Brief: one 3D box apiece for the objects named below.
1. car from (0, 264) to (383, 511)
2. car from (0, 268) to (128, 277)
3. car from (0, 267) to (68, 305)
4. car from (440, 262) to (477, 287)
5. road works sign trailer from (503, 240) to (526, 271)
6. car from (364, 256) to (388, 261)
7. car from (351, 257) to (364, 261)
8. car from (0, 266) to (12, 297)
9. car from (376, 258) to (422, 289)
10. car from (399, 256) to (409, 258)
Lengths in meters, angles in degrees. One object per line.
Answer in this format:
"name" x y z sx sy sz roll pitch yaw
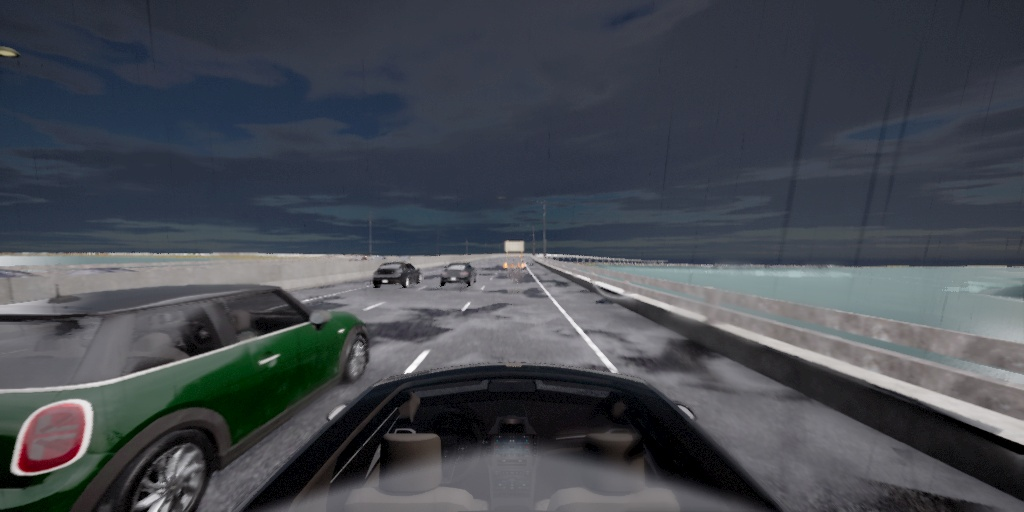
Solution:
"car" -3.398 1.082 4.108 2.097 1.767 4.553 0 0 0
"car" -17.564 1.203 15.143 1.994 1.385 4.181 0 0 0
"car" -21.068 1.209 14.105 1.994 1.385 4.181 0 0 0
"car" -3.324 1.116 22.774 1.812 1.442 4.674 0 0 0
"road works sign trailer" 0.283 -0.097 42.645 2.380 3.560 2.880 0 0 1
"car" -20.520 0.807 55.697 1.882 1.535 5.008 0 0 2
"car" -24.001 0.847 56.587 1.812 1.442 4.674 0 0 2
"car" -24.565 1.202 14.805 1.994 1.385 4.181 0 0 0
"car" -6.831 1.101 21.785 1.837 1.490 4.892 0 0 0
"car" -17.007 0.801 56.445 1.882 1.535 5.008 0 0 2
